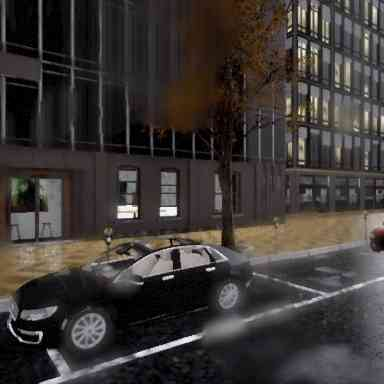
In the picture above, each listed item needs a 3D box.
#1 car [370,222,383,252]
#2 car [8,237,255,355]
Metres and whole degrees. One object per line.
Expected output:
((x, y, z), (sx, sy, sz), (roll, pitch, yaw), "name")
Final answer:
((8.482, 1.533, 12.610), (4.507, 1.381, 1.887), (0, 0, -36), "car")
((-0.799, 1.548, 5.990), (4.403, 1.369, 2.008), (0, 0, -35), "car")
